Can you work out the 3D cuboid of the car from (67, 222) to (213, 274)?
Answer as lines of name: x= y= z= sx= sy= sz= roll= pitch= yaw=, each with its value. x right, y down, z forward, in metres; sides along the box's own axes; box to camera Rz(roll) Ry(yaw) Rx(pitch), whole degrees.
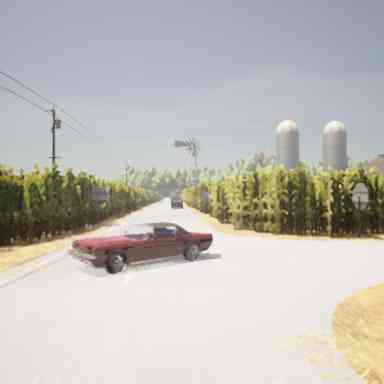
car: x=-1.582 y=1.707 z=11.149 sx=4.718 sy=1.301 sz=1.895 roll=0 pitch=-1 yaw=-41

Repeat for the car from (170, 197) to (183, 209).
car: x=-2.479 y=1.996 z=55.055 sx=1.882 sy=1.535 sz=5.008 roll=0 pitch=0 yaw=-4
